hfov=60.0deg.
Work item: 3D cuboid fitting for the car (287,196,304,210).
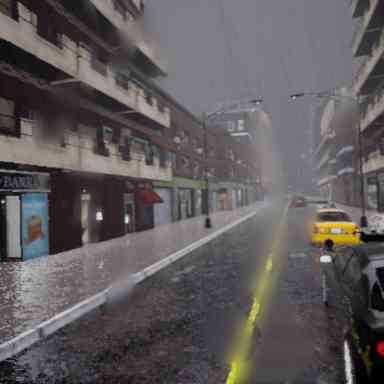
[{"bbox_3d":[13.491,1.273,42.128,2.097,1.767,4.553,-2,-1,17],"label":"car"}]

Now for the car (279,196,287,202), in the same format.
[{"bbox_3d":[21.922,1.576,79.454,1.994,1.385,4.181,-2,-1,17],"label":"car"}]

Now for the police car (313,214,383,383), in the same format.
[{"bbox_3d":[2.980,1.355,4.744,1.930,1.638,5.238,-2,0,17],"label":"police car"}]

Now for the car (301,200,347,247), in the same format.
[{"bbox_3d":[5.909,1.366,14.392,1.801,1.575,5.366,-2,-1,17],"label":"car"}]

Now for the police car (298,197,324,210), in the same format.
[{"bbox_3d":[7.626,1.330,20.057,1.930,1.638,5.238,-2,-1,17],"label":"police car"}]
